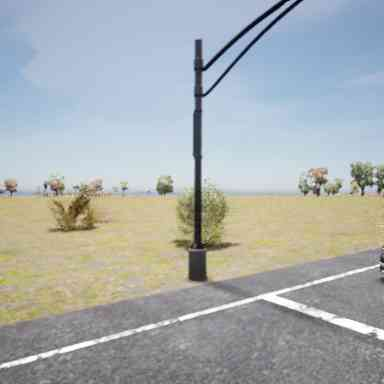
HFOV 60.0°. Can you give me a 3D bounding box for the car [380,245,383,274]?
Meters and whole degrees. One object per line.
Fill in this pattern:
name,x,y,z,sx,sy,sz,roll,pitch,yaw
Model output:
car,6.839,1.466,8.893,4.902,1.511,2.128,0,0,-37
